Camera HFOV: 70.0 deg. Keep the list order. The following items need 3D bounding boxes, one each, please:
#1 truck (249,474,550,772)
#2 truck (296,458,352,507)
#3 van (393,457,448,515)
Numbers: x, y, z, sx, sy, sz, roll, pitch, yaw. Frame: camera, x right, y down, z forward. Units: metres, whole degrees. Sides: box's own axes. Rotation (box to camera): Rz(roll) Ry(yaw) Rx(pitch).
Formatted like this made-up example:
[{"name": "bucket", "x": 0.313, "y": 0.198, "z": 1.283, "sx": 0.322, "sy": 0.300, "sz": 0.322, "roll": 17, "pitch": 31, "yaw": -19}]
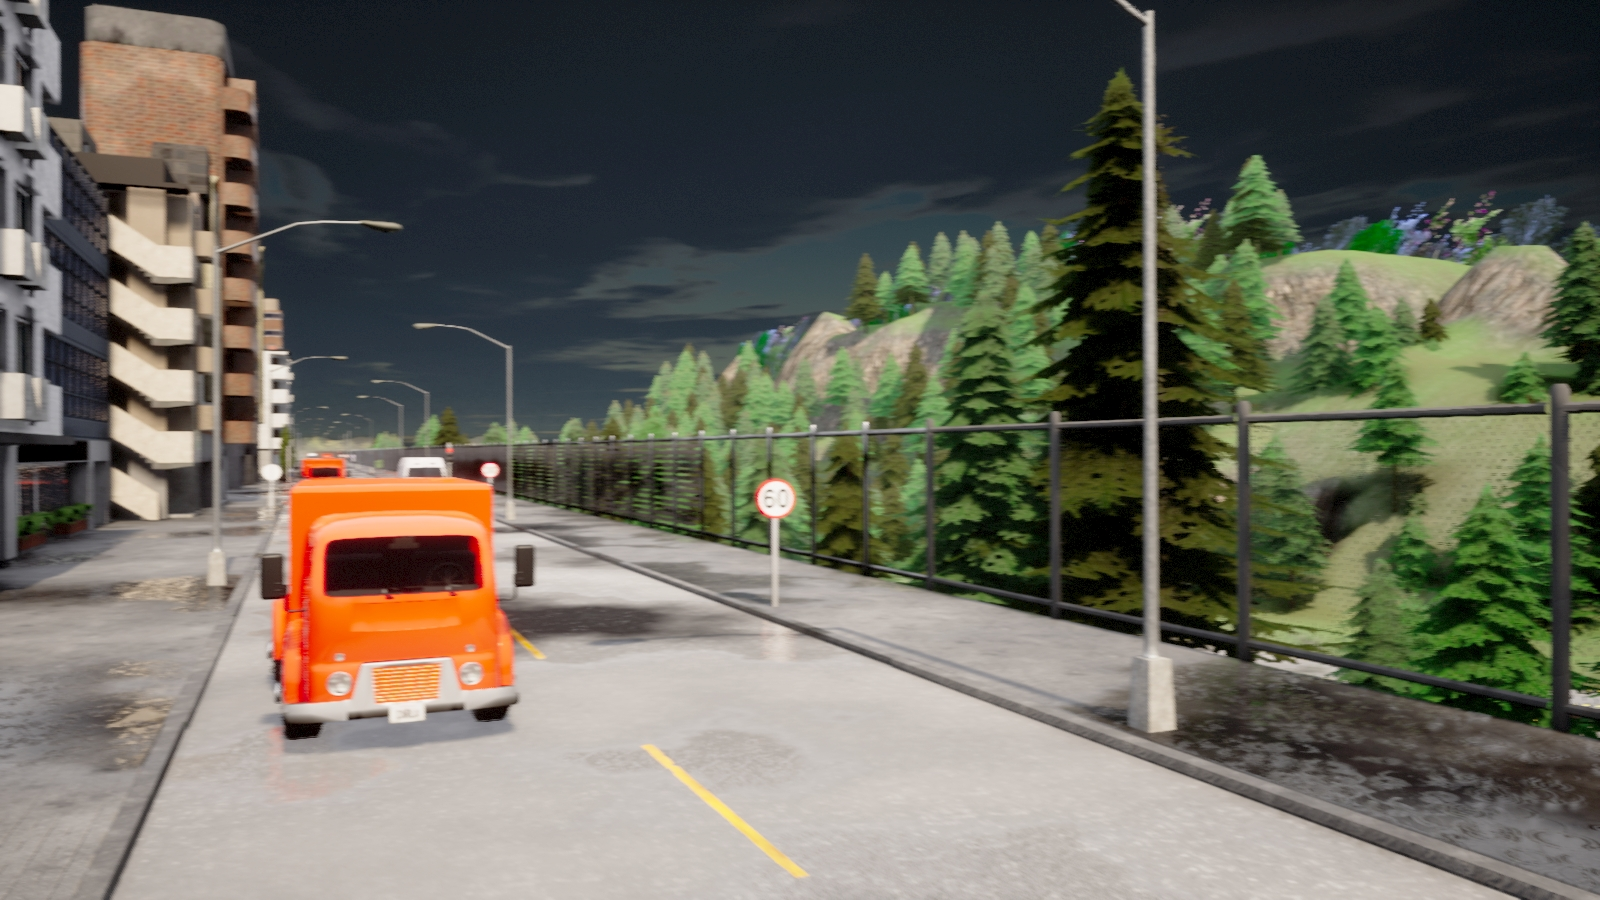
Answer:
[{"name": "truck", "x": -4.654, "y": 1.586, "z": 12.973, "sx": 2.627, "sy": 2.467, "sz": 5.204, "roll": 0, "pitch": 0, "yaw": -23}, {"name": "truck", "x": -25.742, "y": 1.700, "z": 61.678, "sx": 2.627, "sy": 2.467, "sz": 5.204, "roll": 0, "pitch": 0, "yaw": -25}, {"name": "van", "x": -18.084, "y": 1.630, "z": 54.315, "sx": 1.988, "sy": 2.561, "sz": 5.915, "roll": 0, "pitch": 0, "yaw": -23}]
